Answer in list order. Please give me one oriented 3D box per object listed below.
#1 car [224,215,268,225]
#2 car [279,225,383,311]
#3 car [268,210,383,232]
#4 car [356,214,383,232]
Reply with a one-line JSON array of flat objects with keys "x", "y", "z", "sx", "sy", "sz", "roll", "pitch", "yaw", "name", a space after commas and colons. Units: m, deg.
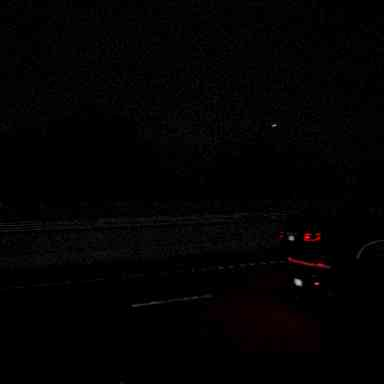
[{"x": 4.771, "y": 2.702, "z": 27.084, "sx": 4.892, "sy": 1.490, "sz": 1.837, "roll": -1, "pitch": -3, "yaw": -20, "name": "car"}, {"x": 4.630, "y": 1.778, "z": 8.288, "sx": 4.902, "sy": 1.511, "sz": 2.128, "roll": -1, "pitch": -3, "yaw": -20, "name": "car"}, {"x": 5.974, "y": 1.675, "z": 12.535, "sx": 5.566, "sy": 2.045, "sz": 2.150, "roll": -1, "pitch": -3, "yaw": -20, "name": "car"}, {"x": 16.192, "y": 2.489, "z": 27.569, "sx": 4.718, "sy": 1.301, "sz": 1.895, "roll": -1, "pitch": -3, "yaw": -20, "name": "car"}]
